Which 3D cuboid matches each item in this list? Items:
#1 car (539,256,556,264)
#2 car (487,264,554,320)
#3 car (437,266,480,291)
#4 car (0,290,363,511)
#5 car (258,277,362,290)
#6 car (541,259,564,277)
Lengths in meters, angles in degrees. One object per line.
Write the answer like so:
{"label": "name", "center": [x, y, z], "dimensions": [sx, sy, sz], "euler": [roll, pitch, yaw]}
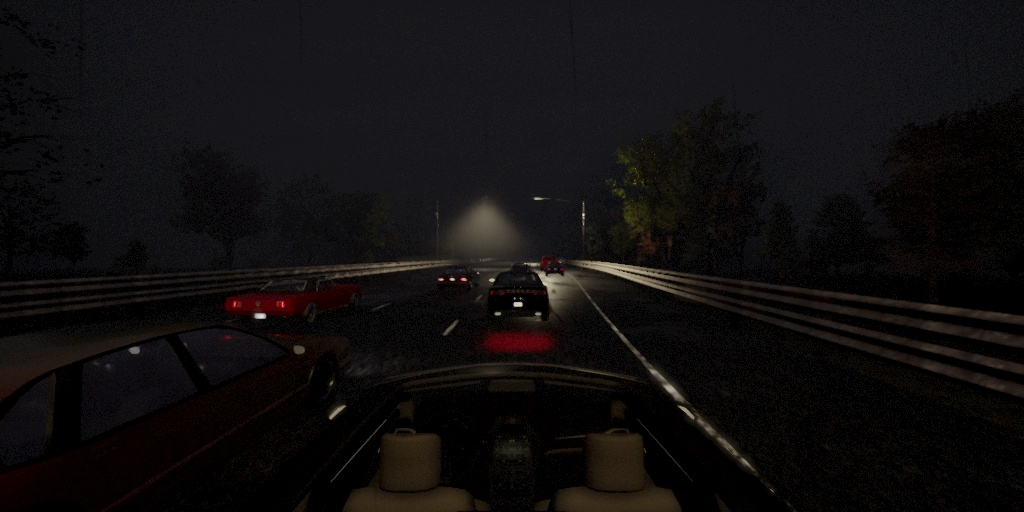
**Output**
{"label": "car", "center": [4.884, 0.990, 47.907], "dimensions": [2.150, 2.045, 5.566], "euler": [0, 0, 3]}
{"label": "car", "center": [0.209, 1.226, 12.679], "dimensions": [1.882, 1.535, 5.008], "euler": [0, 0, 1]}
{"label": "car", "center": [-3.114, 1.294, 21.562], "dimensions": [2.033, 1.411, 5.357], "euler": [0, 0, 2]}
{"label": "car", "center": [-3.388, 1.295, 3.119], "dimensions": [2.033, 1.411, 5.357], "euler": [0, 0, 0]}
{"label": "car", "center": [-6.808, 1.345, 11.976], "dimensions": [1.895, 1.301, 4.718], "euler": [0, 0, 1]}
{"label": "car", "center": [4.251, 1.306, 36.255], "dimensions": [2.033, 1.411, 5.357], "euler": [0, 0, 4]}
